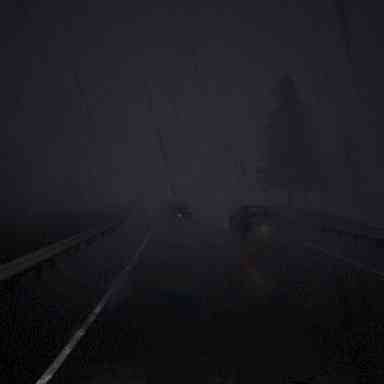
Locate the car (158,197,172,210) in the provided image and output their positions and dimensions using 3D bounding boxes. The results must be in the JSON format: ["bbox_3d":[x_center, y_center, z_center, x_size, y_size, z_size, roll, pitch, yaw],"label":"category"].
[{"bbox_3d":[-3.179,1.409,42.152,1.837,1.490,4.892,0,0,-9],"label":"car"}]

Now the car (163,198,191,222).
[{"bbox_3d":[-1.089,1.467,25.806,1.812,1.442,4.674,0,0,-5],"label":"car"}]

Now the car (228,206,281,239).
[{"bbox_3d":[3.090,1.453,17.134,2.128,1.511,4.902,0,0,-3],"label":"car"}]
